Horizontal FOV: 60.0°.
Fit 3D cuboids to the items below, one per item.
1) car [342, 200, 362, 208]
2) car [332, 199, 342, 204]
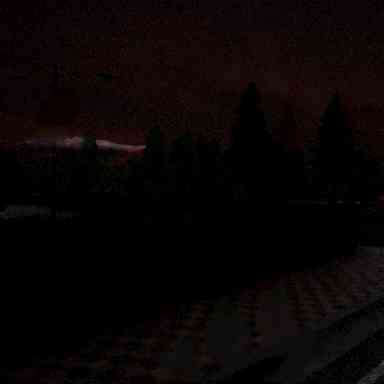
[{"bbox_3d":[32.685,2.345,67.084,2.128,1.511,4.902,0,-1,7],"label":"car"},{"bbox_3d":[33.981,2.381,77.362,1.812,1.442,4.674,0,-1,7],"label":"car"}]
